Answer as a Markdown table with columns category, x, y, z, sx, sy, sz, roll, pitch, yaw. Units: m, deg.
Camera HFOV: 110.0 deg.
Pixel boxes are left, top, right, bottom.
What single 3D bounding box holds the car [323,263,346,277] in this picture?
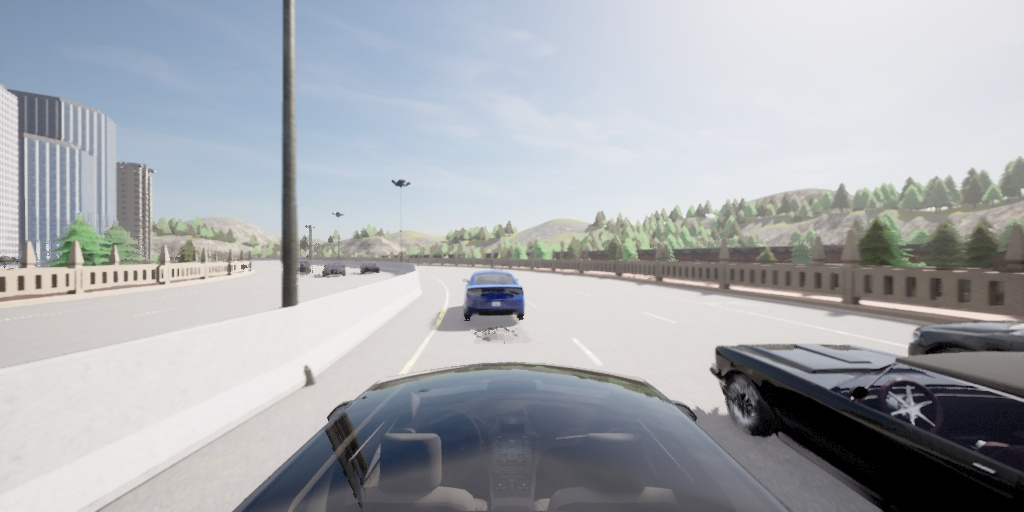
| category | x | y | z | sx | sy | sz | roll | pitch | yaw |
| --- | --- | --- | --- | --- | --- | --- | --- | --- | --- |
| car | -18.367 | 1.393 | 37.199 | 1.994 | 1.385 | 4.181 | 0 | 0 | -24 |

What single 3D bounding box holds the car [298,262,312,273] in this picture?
| category | x | y | z | sx | sy | sz | roll | pitch | yaw |
| --- | --- | --- | --- | --- | --- | --- | --- | --- | --- |
| car | -25.754 | 1.424 | 44.096 | 1.994 | 1.385 | 4.181 | 0 | 0 | -30 |

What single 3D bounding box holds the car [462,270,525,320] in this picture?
| category | x | y | z | sx | sy | sz | roll | pitch | yaw |
| --- | --- | --- | --- | --- | --- | --- | --- | --- | --- |
| car | -0.736 | 1.232 | 12.769 | 1.882 | 1.535 | 5.008 | 0 | 0 | -7 |

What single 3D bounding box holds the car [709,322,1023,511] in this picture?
| category | x | y | z | sx | sy | sz | roll | pitch | yaw |
| --- | --- | --- | --- | --- | --- | --- | --- | --- | --- |
| car | 3.488 | 1.337 | 2.493 | 1.895 | 1.301 | 4.718 | 0 | 0 | 0 |

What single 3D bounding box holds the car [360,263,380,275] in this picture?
| category | x | y | z | sx | sy | sz | roll | pitch | yaw |
| --- | --- | --- | --- | --- | --- | --- | --- | --- | --- |
| car | -16.405 | 1.422 | 41.401 | 1.895 | 1.301 | 4.718 | 0 | 0 | -26 |

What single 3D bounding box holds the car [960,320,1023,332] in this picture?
| category | x | y | z | sx | sy | sz | roll | pitch | yaw |
| --- | --- | --- | --- | --- | --- | --- | --- | --- | --- |
| car | 6.908 | 1.213 | 3.378 | 2.128 | 1.511 | 4.902 | 0 | 0 | -1 |
